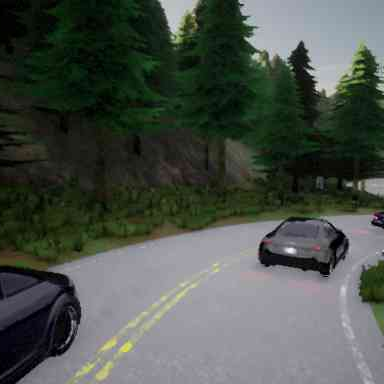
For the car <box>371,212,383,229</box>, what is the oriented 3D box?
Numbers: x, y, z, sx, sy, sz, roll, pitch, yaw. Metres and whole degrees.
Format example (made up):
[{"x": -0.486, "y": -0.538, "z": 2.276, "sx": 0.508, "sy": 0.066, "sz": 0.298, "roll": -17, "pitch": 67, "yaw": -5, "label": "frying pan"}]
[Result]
[{"x": 11.982, "y": 1.434, "z": 17.490, "sx": 5.357, "sy": 1.411, "sz": 2.033, "roll": 0, "pitch": 5, "yaw": -22, "label": "car"}]

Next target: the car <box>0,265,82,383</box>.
[{"x": -2.862, "y": 1.465, "z": 3.207, "sx": 1.994, "sy": 1.385, "sz": 4.181, "roll": 1, "pitch": 2, "yaw": 11, "label": "car"}]

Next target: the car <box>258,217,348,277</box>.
[{"x": 3.607, "y": 1.484, "z": 10.403, "sx": 1.994, "sy": 1.385, "sz": 4.181, "roll": 4, "pitch": 3, "yaw": 31, "label": "car"}]
